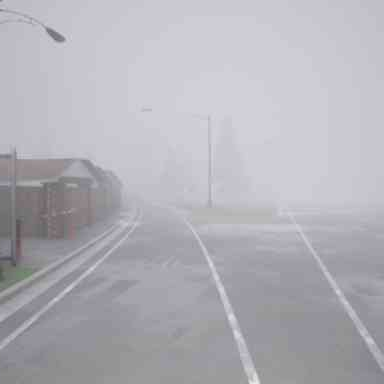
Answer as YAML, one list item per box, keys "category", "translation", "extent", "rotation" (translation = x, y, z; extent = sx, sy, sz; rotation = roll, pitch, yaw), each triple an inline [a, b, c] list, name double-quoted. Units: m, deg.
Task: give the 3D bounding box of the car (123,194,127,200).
- category: "car"
  translation: [-15.333, 1.130, 79.657]
  extent: [1.812, 1.442, 4.674]
  rotation: [0, 0, -22]

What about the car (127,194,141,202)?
- category: "car"
  translation: [-11.950, 1.287, 70.114]
  extent: [1.837, 1.490, 4.892]
  rotation: [0, 0, -19]
